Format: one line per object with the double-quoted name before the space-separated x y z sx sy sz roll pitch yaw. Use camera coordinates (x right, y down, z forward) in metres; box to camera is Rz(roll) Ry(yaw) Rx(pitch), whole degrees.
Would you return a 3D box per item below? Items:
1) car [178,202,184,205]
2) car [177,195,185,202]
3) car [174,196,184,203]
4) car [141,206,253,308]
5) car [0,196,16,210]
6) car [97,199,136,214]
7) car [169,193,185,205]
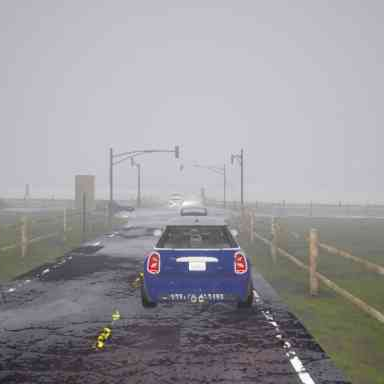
"car" 0.091 1.507 17.262 1.837 1.490 4.892 0 0 0
"car" -2.701 1.549 80.270 1.812 1.442 4.674 0 0 0
"car" -2.735 1.615 69.928 1.895 1.301 4.718 0 0 0
"car" 0.096 1.353 8.096 2.097 1.767 4.553 0 0 0
"car" -21.757 0.973 36.377 4.553 1.767 2.097 1 0 0
"car" -7.695 1.439 33.697 4.181 1.385 1.994 1 0 35
"car" -2.839 1.237 59.906 2.150 2.045 5.566 0 0 0
